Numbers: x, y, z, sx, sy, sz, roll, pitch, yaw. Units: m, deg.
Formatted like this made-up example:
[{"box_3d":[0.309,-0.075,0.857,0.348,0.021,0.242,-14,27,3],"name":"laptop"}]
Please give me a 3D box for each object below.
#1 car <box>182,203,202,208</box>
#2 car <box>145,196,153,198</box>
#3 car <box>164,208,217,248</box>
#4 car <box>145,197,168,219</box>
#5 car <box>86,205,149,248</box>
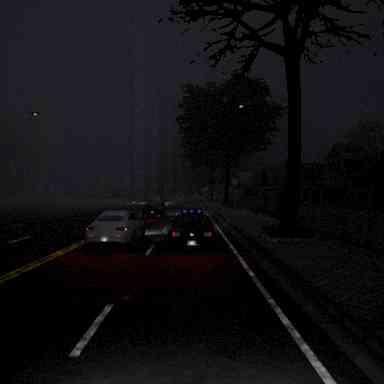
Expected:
[{"box_3d":[0.000,1.633,29.681,1.895,1.301,4.718,0,0,0],"name":"car"},{"box_3d":[-9.750,1.594,76.737,1.882,1.535,5.008,0,0,0],"name":"car"},{"box_3d":[0.000,1.618,14.680,1.895,1.301,4.718,0,0,0],"name":"car"},{"box_3d":[-3.250,1.501,29.652,1.882,1.535,5.008,0,0,0],"name":"car"},{"box_3d":[-3.250,1.534,14.650,1.812,1.442,4.674,0,0,0],"name":"car"}]
